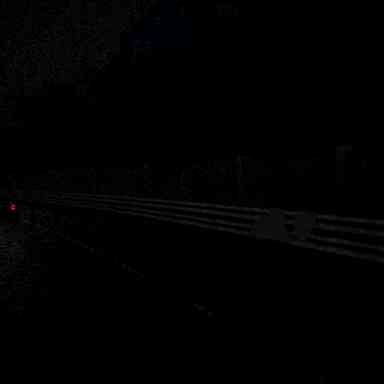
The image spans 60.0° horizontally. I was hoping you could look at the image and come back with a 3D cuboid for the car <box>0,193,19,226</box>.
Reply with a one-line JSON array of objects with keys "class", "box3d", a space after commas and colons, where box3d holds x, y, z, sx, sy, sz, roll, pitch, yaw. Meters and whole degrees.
[{"class": "car", "box3d": [-10.589, 0.807, 17.219, 2.097, 1.767, 4.553, -3, 3, -40]}]
